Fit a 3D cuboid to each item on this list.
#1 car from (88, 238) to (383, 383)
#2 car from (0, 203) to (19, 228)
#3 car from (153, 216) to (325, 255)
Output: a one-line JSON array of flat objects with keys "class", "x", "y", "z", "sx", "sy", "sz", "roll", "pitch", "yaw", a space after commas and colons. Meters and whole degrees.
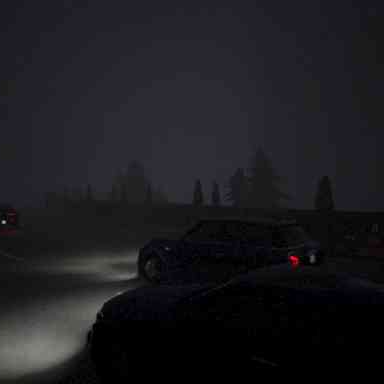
[{"class": "car", "x": 0.884, "y": 1.537, "z": 3.524, "sx": 4.674, "sy": 1.442, "sz": 1.812, "roll": 0, "pitch": 0, "yaw": 37}, {"class": "car", "x": -12.547, "y": 1.508, "z": 21.451, "sx": 1.837, "sy": 1.490, "sz": 4.892, "roll": 0, "pitch": 0, "yaw": -39}, {"class": "car", "x": 0.779, "y": 1.371, "z": 8.049, "sx": 4.553, "sy": 1.767, "sz": 2.097, "roll": 0, "pitch": 0, "yaw": 38}]
